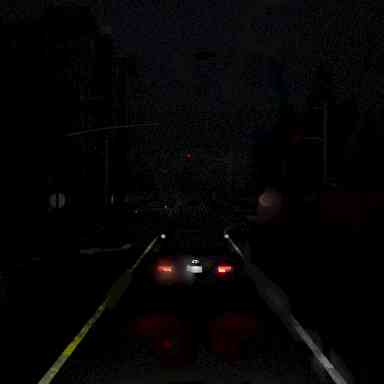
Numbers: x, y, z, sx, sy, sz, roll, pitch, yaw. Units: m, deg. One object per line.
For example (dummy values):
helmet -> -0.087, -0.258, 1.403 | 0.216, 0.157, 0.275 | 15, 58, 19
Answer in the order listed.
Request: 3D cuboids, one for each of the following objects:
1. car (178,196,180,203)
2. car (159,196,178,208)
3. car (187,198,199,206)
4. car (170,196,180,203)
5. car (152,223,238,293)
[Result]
car -> -3.481, 1.505, 57.507 | 1.837, 1.490, 4.892 | 0, 0, 0
car -> -3.510, 1.547, 47.446 | 2.033, 1.411, 5.357 | 0, 0, 0
car -> 0.180, 1.601, 55.530 | 1.895, 1.301, 4.718 | 0, 0, 0
car -> -3.396, 1.505, 67.885 | 1.837, 1.490, 4.892 | 0, 0, 0
car -> 0.074, 1.547, 8.964 | 2.033, 1.411, 5.357 | 0, 0, 0
